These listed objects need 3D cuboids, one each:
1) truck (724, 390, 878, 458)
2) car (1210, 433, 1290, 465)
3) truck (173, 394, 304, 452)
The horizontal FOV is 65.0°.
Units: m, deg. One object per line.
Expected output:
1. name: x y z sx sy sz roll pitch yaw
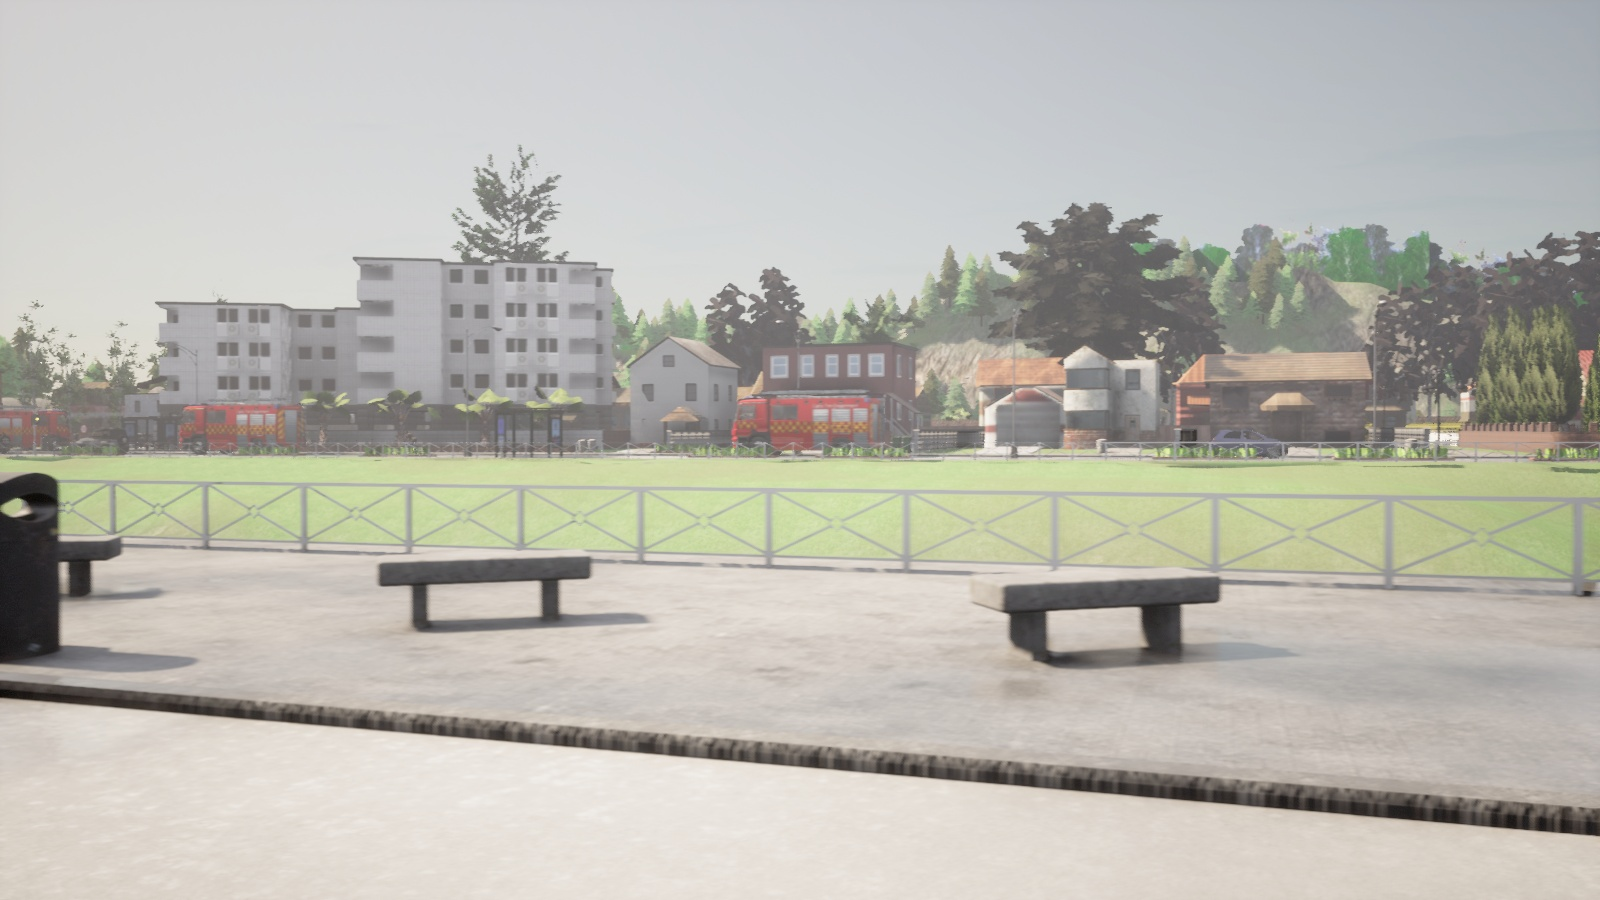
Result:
1. truck: 0.063 -1.507 72.993 8.468 3.827 2.891 1 1 19
2. car: 21.976 -0.060 61.412 3.633 1.501 1.845 1 1 19
3. truck: -38.458 -1.860 85.962 8.468 3.827 2.891 0 1 19
